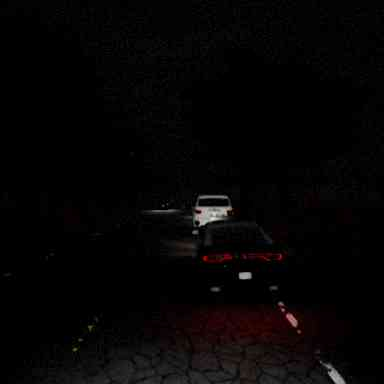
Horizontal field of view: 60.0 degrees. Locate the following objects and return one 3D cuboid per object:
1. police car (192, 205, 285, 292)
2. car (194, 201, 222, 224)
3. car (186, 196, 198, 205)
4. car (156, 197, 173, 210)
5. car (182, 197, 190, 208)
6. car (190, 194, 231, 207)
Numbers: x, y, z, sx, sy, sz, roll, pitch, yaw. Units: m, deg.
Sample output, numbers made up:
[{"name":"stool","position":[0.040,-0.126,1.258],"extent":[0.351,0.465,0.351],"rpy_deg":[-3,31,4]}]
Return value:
[{"name":"police car","position":[1.044,1.417,9.094],"extent":[1.930,1.638,5.238],"rpy_deg":[-1,0,0]},{"name":"car","position":[1.104,1.431,25.005],"extent":[1.837,1.490,4.892],"rpy_deg":[-1,-1,0]},{"name":"car","position":[0.072,1.454,58.702],"extent":[1.994,1.385,4.181],"rpy_deg":[-1,0,0]},{"name":"car","position":[-3.521,1.398,42.929],"extent":[1.837,1.490,4.892],"rpy_deg":[-3,1,0]},{"name":"car","position":[0.086,1.423,45.179],"extent":[1.994,1.385,4.181],"rpy_deg":[0,0,1]},{"name":"car","position":[1.093,1.152,19.022],"extent":[2.150,2.045,5.566],"rpy_deg":[0,0,0]}]
